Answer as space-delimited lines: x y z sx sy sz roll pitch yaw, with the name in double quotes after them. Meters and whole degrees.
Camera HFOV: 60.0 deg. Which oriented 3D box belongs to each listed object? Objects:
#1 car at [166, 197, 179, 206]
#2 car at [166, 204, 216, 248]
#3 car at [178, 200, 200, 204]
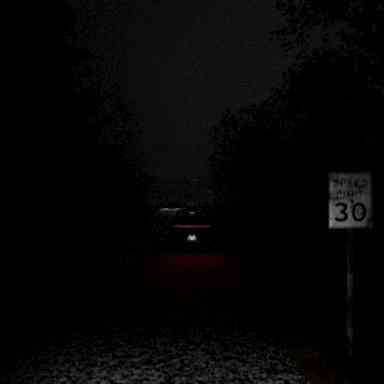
-2.750 1.499 48.647 1.882 1.535 5.008 0 0 0 "car"
0.000 1.489 14.644 2.128 1.511 4.902 0 0 0 "car"
0.000 1.524 29.646 1.812 1.442 4.674 0 0 0 "car"
